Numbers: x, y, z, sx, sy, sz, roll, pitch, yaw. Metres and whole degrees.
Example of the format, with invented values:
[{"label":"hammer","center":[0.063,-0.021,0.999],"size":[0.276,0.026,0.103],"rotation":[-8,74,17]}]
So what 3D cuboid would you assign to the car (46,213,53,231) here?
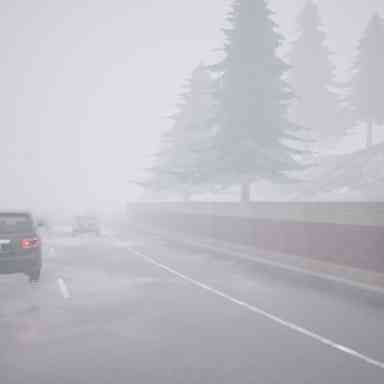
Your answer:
[{"label":"car","center":[-12.623,2.382,27.501],"size":[1.812,1.442,4.674],"rotation":[1,-2,-18]}]

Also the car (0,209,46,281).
[{"label":"car","center":[-6.012,1.543,10.562],"size":[2.150,2.045,5.566],"rotation":[2,-2,-26]}]

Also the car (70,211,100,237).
[{"label":"car","center":[-7.635,2.323,23.680],"size":[2.033,1.411,5.357],"rotation":[1,-2,-20]}]
